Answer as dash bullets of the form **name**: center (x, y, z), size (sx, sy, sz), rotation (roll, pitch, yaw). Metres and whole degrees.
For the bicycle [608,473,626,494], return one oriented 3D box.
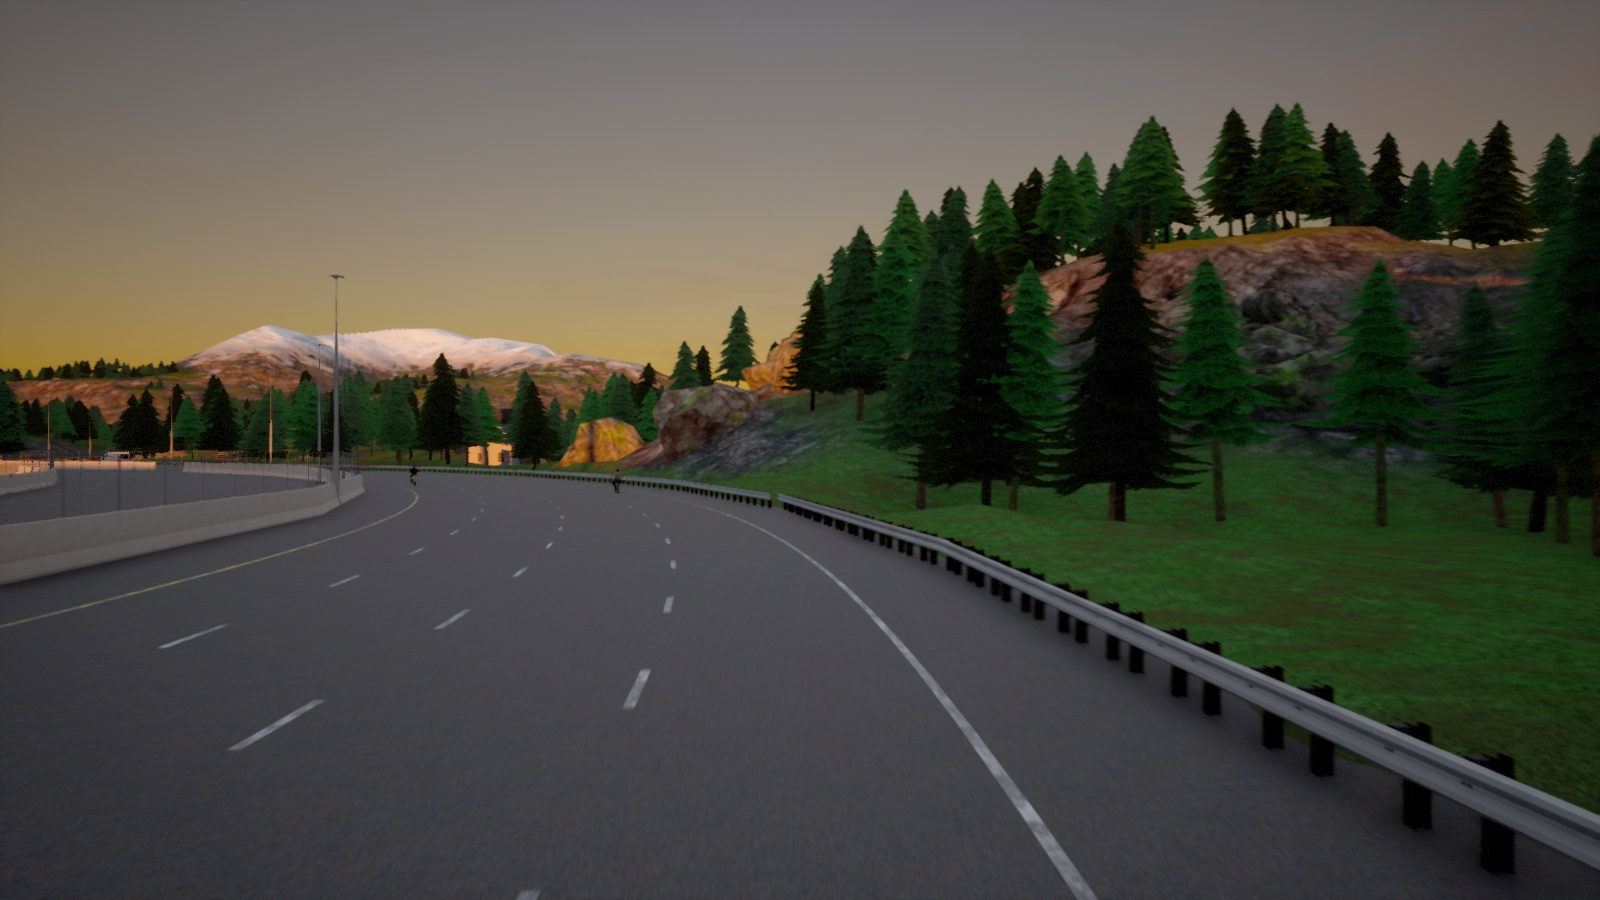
- **bicycle**: center (-11.704, 2.156, 73.102), size (0.859, 1.295, 1.487), rotation (0, 0, -19)
